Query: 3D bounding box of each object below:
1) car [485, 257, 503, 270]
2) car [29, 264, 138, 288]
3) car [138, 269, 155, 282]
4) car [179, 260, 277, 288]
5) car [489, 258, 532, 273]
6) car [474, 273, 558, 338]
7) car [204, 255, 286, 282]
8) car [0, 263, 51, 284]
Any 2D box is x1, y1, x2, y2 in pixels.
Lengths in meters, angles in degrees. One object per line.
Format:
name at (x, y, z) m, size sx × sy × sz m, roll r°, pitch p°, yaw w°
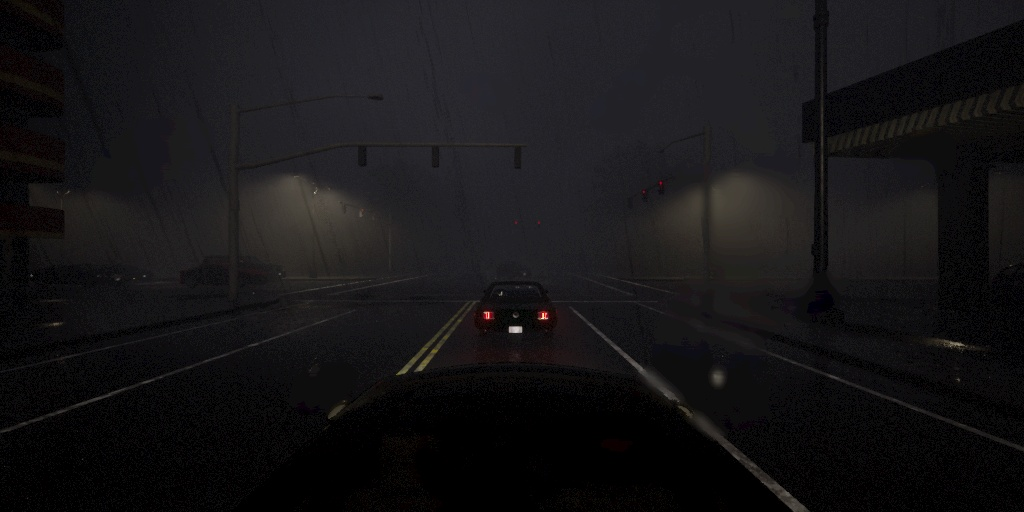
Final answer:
car at (-2.756, 1.241, 50.822) m, size 2.128 × 1.511 × 4.902 m, roll 0°, pitch 0°, yaw 1°
car at (-27.833, 1.241, 23.135) m, size 4.902 × 1.511 × 2.128 m, roll 0°, pitch 0°, yaw 1°
car at (-29.309, 1.314, 26.659) m, size 4.181 × 1.385 × 1.994 m, roll 0°, pitch 0°, yaw 0°
car at (-18.330, 1.228, 22.961) m, size 5.008 × 1.535 × 1.882 m, roll 0°, pitch 0°, yaw 1°
car at (0.047, 1.241, 31.697) m, size 2.128 × 1.511 × 4.902 m, roll 0°, pitch 0°, yaw -24°
car at (0.097, 1.351, 10.193) m, size 1.895 × 1.301 × 4.718 m, roll 0°, pitch 0°, yaw 0°
car at (-19.891, 0.971, 26.509) m, size 5.566 × 2.045 × 2.150 m, roll 0°, pitch 0°, yaw 1°
car at (-37.991, 1.276, 26.825) m, size 4.674 × 1.442 × 1.812 m, roll 0°, pitch 0°, yaw 1°
